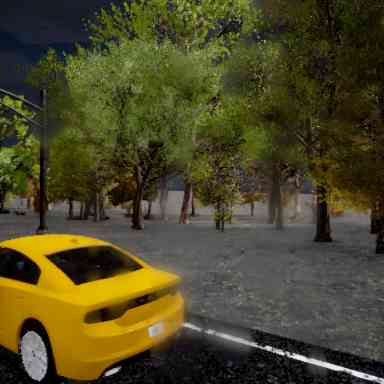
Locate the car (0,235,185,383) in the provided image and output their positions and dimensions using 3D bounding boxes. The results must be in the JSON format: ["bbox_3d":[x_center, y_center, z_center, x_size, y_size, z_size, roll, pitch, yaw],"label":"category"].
[{"bbox_3d":[-2.441,1.451,5.422,5.008,1.535,1.882,1,0,35],"label":"car"}]
